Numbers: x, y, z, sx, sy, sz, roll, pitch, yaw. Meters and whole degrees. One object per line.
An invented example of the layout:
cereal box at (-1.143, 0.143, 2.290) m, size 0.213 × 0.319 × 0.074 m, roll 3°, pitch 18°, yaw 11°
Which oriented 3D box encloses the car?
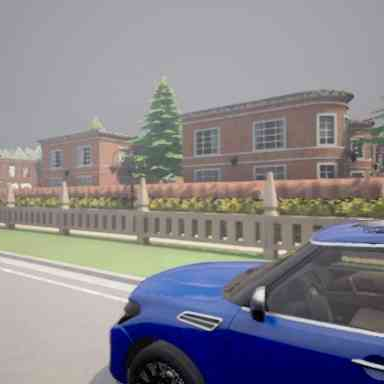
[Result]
car at (1.783, 1.225, 2.721) m, size 5.566 × 2.045 × 2.150 m, roll 0°, pitch 0°, yaw 36°
